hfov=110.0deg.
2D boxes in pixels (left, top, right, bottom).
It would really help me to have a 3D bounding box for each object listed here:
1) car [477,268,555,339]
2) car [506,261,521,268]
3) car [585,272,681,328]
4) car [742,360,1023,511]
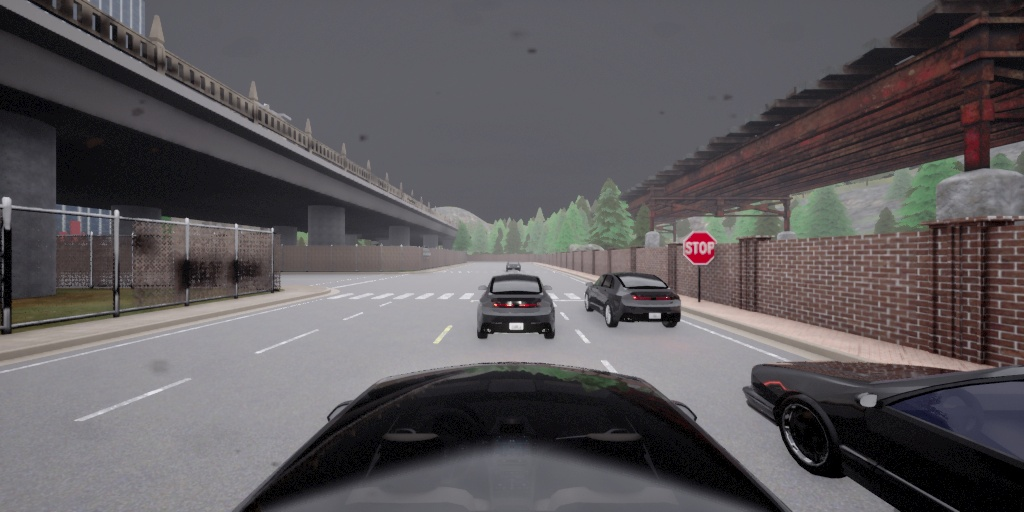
[{"bbox_3d":[0.095,1.255,10.067,1.837,1.490,4.892,0,0,0],"label":"car"},{"bbox_3d":[0.164,1.351,46.346,1.895,1.301,4.718,0,0,-1],"label":"car"},{"bbox_3d":[3.596,1.255,11.428,1.837,1.490,4.892,0,0,0],"label":"car"},{"bbox_3d":[3.600,1.297,1.681,2.033,1.411,5.357,0,0,0],"label":"car"}]
